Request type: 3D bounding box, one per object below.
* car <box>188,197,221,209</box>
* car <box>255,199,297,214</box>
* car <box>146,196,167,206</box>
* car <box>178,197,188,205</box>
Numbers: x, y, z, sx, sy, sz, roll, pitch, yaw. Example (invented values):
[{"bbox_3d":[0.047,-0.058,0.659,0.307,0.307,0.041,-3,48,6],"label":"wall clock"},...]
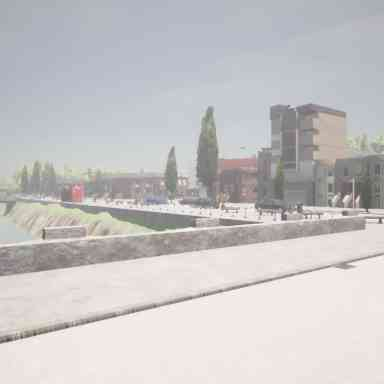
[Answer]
[{"bbox_3d":[1.969,1.506,45.407,1.837,1.490,4.892,0,0,-36],"label":"car"},{"bbox_3d":[8.905,1.505,35.724,1.837,1.490,4.892,0,0,-36],"label":"car"},{"bbox_3d":[-6.060,1.477,56.712,1.882,1.535,5.008,0,0,-35],"label":"car"},{"bbox_3d":[-0.282,1.547,55.740,2.033,1.411,5.357,0,0,-36],"label":"car"}]
